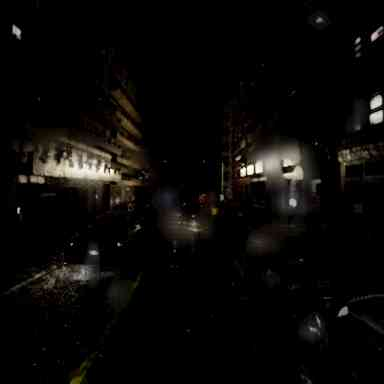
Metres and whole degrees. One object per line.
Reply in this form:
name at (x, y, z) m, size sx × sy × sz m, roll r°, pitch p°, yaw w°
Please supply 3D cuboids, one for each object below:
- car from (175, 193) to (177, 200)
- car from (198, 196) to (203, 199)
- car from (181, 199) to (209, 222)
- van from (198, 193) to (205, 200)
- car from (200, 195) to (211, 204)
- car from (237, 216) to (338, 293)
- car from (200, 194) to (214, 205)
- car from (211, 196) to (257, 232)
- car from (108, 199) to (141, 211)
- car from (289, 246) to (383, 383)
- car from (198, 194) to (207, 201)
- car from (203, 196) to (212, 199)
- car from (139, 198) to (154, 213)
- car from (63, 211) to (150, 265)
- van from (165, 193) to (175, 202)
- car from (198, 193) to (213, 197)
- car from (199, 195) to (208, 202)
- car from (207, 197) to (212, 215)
car at (-5.295, 1.373, 91.873) m, size 1.967 × 1.590 × 4.097 m, roll -1°, pitch 0°, yaw 0°
car at (0.114, 1.573, 43.097) m, size 1.895 × 1.301 × 4.718 m, roll 0°, pitch 0°, yaw 0°
car at (0.111, 1.510, 25.655) m, size 1.812 × 1.442 × 4.674 m, roll 0°, pitch 0°, yaw 0°
van at (2.584, 1.274, 91.890) m, size 1.690 × 1.788 × 3.998 m, roll -1°, pitch 0°, yaw 0°
car at (2.576, 1.396, 64.145) m, size 1.967 × 1.590 × 4.097 m, roll -1°, pitch 0°, yaw 0°
car at (2.559, 1.546, 8.655) m, size 2.008 × 1.369 × 4.403 m, roll -1°, pitch 0°, yaw 0°
car at (2.572, 1.276, 58.596) m, size 2.192 × 1.841 × 5.009 m, roll -1°, pitch 0°, yaw 0°
car at (2.560, 1.303, 19.753) m, size 2.192 × 1.841 × 5.009 m, roll -1°, pitch 0°, yaw 0°
car at (-5.316, 1.510, 25.114) m, size 1.752 × 1.417 × 4.829 m, roll -1°, pitch 0°, yaw 0°
car at (2.557, 1.564, 3.106) m, size 1.947 × 1.339 × 4.313 m, roll -1°, pitch 0°, yaw 0°
car at (2.581, 1.383, 80.792) m, size 1.967 × 1.590 × 4.097 m, roll -1°, pitch 0°, yaw 0°
car at (2.570, 1.555, 41.949) m, size 1.802 × 1.307 × 4.206 m, roll -1°, pitch 0°, yaw 0°
car at (-5.314, 1.417, 36.382) m, size 1.967 × 1.590 × 4.097 m, roll -1°, pitch 0°, yaw 0°
car at (-2.827, 1.557, 11.547) m, size 1.994 × 1.385 × 4.181 m, roll 0°, pitch 0°, yaw 0°
van at (-5.302, 1.288, 75.226) m, size 1.690 × 1.788 × 3.998 m, roll -1°, pitch 0°, yaw 0°
car at (2.571, 1.280, 53.047) m, size 2.192 × 1.841 × 5.009 m, roll -1°, pitch 0°, yaw 0°
car at (2.580, 1.472, 75.413) m, size 1.752 × 1.417 × 4.829 m, roll -1°, pitch 0°, yaw 0°
car at (2.566, 1.506, 31.021) m, size 1.752 × 1.417 × 4.829 m, roll -1°, pitch 0°, yaw 0°
